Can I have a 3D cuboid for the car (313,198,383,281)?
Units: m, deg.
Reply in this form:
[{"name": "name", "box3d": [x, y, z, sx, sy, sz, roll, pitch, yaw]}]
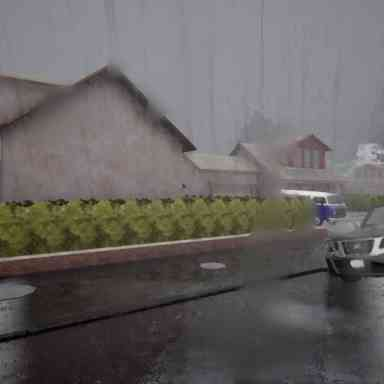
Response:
[{"name": "car", "box3d": [5.909, 1.118, 8.674, 5.566, 2.045, 2.150, -2, -10, -31]}]
